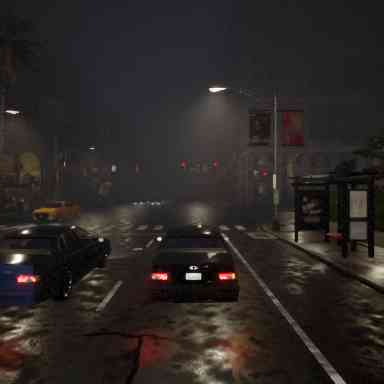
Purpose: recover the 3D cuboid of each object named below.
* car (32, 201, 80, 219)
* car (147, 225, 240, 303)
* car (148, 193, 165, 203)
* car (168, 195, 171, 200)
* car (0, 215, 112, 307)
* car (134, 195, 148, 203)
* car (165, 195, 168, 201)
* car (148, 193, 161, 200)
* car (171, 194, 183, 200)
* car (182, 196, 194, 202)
[{"bbox_3d":[-10.537,1.477,26.144,1.882,1.535,5.008,0,0,5],"label":"car"},{"bbox_3d":[0.024,1.547,8.421,2.033,1.411,5.357,0,0,0],"label":"car"},{"bbox_3d":[-7.518,1.552,70.508,1.994,1.385,4.181,0,0,0],"label":"car"},{"bbox_3d":[-6.814,1.499,90.999,1.837,1.490,4.892,0,0,9],"label":"car"},{"bbox_3d":[-3.476,1.547,8.236,2.033,1.411,5.357,0,0,0],"label":"car"},{"bbox_3d":[-11.018,1.552,70.462,1.994,1.385,4.181,0,0,0],"label":"car"},{"bbox_3d":[-7.594,1.355,80.691,2.097,1.767,4.553,0,0,0],"label":"car"},{"bbox_3d":[-10.335,1.224,91.182,2.150,2.045,5.566,0,0,9],"label":"car"},{"bbox_3d":[-3.375,1.354,90.324,2.097,1.767,4.553,0,0,12],"label":"car"},{"bbox_3d":[-0.536,1.540,73.616,2.033,1.411,5.357,0,0,0],"label":"car"}]
